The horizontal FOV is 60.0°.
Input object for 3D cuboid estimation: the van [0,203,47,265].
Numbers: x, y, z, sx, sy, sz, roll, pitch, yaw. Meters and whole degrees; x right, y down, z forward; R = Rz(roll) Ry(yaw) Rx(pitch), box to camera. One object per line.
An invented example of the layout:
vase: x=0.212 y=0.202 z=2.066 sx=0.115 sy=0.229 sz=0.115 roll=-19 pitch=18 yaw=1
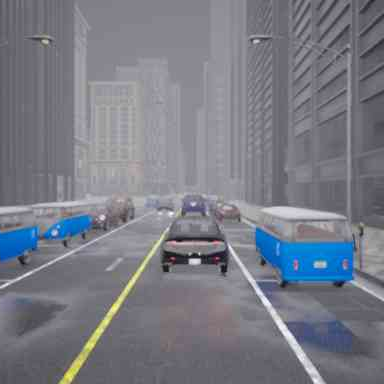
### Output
van: x=-5.755 y=1.342 z=9.033 sx=1.690 sy=1.788 sz=3.998 roll=0 pitch=0 yaw=0

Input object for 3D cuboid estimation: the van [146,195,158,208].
van: x=-5.696 y=1.343 z=48.520 sx=1.690 sy=1.788 sz=3.998 roll=0 pitch=0 yaw=0

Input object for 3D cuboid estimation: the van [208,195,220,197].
van: x=2.821 y=1.343 z=42.869 sx=1.690 sy=1.788 sz=3.998 roll=0 pitch=0 yaw=0

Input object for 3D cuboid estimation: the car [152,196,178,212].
car: x=-3.042 y=1.549 z=39.161 sx=2.033 sy=1.411 sz=5.357 roll=0 pitch=0 yaw=0

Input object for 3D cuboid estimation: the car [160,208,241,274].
car: x=0.087 y=1.493 z=10.595 sx=2.128 sy=1.511 sz=4.902 roll=0 pitch=0 yaw=0

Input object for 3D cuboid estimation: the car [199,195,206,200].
car: x=2.899 y=1.513 z=93.805 sx=1.752 sy=1.417 sz=4.829 roll=0 pitch=0 yaw=0

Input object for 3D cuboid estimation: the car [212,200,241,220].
car: x=2.796 y=1.583 z=25.947 sx=1.802 sy=1.307 sz=4.206 roll=0 pitch=0 yaw=0

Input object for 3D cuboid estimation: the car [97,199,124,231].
car: x=-5.738 y=1.442 z=20.315 sx=1.967 sy=1.590 sz=4.097 roll=0 pitch=0 yaw=0

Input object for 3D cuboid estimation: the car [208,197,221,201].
car: x=2.813 y=1.567 z=37.229 sx=1.947 sy=1.339 sz=4.313 roll=0 pitch=0 yaw=0

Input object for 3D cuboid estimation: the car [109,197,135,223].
car: x=-5.730 y=1.317 z=25.956 sx=2.192 sy=1.841 sz=5.009 roll=0 pitch=0 yaw=0

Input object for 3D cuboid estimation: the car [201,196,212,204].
car: x=2.856 y=1.545 z=65.432 sx=1.887 sy=1.381 sz=4.507 roll=0 pitch=0 yaw=0

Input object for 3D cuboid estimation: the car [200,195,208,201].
car: x=2.882 y=1.561 z=82.354 sx=1.947 sy=1.339 sz=4.313 roll=0 pitch=0 yaw=0

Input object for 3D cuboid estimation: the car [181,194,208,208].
car: x=0.140 y=1.224 z=32.017 sx=2.150 sy=2.045 sz=5.566 roll=0 pitch=0 yaw=0

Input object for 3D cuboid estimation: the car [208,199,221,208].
car: x=2.805 y=1.583 z=31.588 sx=1.802 sy=1.307 sz=4.206 roll=0 pitch=0 yaw=0

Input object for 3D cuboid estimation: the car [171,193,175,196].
car: x=-5.653 y=1.438 z=76.724 sx=1.967 sy=1.590 sz=4.097 roll=0 pitch=0 yaw=0

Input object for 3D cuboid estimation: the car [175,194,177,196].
car: x=-5.635 y=1.558 z=88.006 sx=1.947 sy=1.339 sz=4.313 roll=0 pitch=0 yaw=0

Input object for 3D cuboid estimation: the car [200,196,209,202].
car: x=2.873 y=1.548 z=76.713 sx=2.008 sy=1.369 sz=4.403 roll=0 pitch=0 yaw=0

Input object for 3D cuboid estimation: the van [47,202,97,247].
van: x=-5.747 y=1.342 z=14.674 sx=1.690 sy=1.788 sz=3.998 roll=0 pitch=0 yaw=0

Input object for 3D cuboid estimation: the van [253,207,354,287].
van: x=2.770 y=1.342 z=9.025 sx=1.690 sy=1.788 sz=3.998 roll=0 pitch=0 yaw=0
